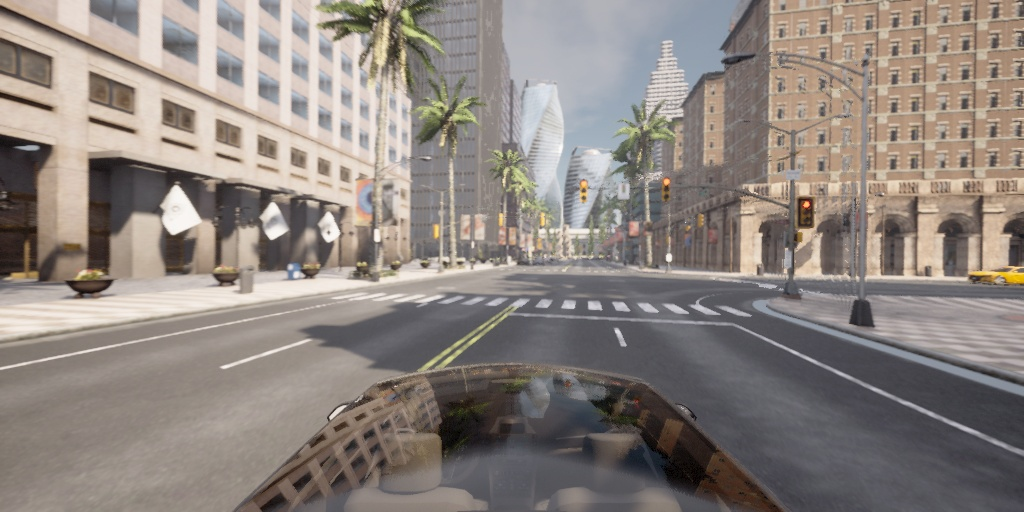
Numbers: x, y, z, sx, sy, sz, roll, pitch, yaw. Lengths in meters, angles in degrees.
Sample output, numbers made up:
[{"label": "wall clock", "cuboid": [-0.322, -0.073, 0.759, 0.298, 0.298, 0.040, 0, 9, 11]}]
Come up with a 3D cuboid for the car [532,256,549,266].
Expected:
[{"label": "car", "cuboid": [4.952, 1.105, 65.243, 1.994, 1.385, 4.181, 1, 0, 12]}]

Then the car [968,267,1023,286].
[{"label": "car", "cuboid": [40.399, 1.596, 28.962, 5.008, 1.535, 1.882, 1, 0, 11]}]
